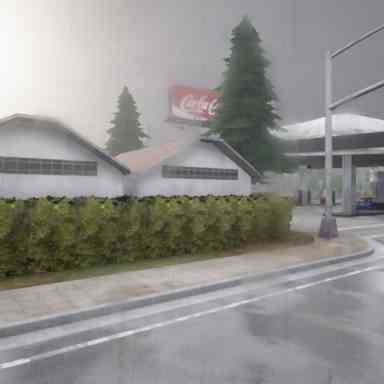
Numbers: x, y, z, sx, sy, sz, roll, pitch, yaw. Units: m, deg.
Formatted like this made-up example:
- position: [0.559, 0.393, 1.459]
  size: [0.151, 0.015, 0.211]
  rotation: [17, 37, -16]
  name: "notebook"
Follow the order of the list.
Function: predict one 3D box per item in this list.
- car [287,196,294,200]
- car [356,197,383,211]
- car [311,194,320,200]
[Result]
- position: [18.395, 1.535, 63.107]
  size: [5.357, 1.411, 2.033]
  rotation: [0, 0, -35]
  name: "car"
- position: [21.422, 1.470, 39.704]
  size: [4.611, 1.667, 2.242]
  rotation: [0, 0, -36]
  name: "car"
- position: [32.525, 1.312, 89.189]
  size: [2.152, 1.636, 5.027]
  rotation: [0, 0, -36]
  name: "car"
